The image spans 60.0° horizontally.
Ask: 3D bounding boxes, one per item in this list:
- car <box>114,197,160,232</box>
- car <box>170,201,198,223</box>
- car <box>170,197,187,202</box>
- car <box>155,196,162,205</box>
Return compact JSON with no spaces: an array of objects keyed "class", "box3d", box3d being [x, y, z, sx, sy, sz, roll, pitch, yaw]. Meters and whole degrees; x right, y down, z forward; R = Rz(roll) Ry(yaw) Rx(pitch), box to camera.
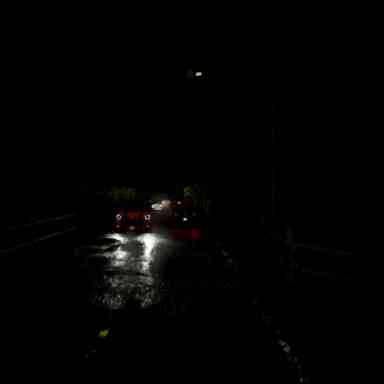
[{"class":"car","box3d":[-3.312,1.362,20.165,2.097,1.767,4.553,0,0,-3]},{"class":"car","box3d":[-0.595,1.615,25.613,1.895,1.301,4.718,0,0,-3]},{"class":"car","box3d":[-1.694,1.386,42.037,2.097,1.767,4.553,0,0,-5]},{"class":"car","box3d":[-6.422,1.586,60.536,1.837,1.490,4.892,0,0,-6]}]
